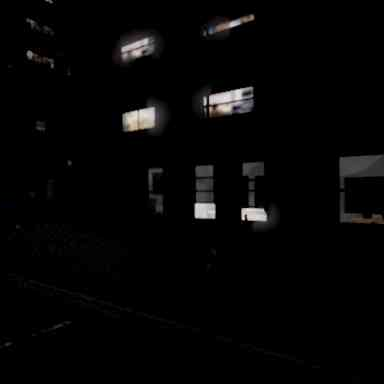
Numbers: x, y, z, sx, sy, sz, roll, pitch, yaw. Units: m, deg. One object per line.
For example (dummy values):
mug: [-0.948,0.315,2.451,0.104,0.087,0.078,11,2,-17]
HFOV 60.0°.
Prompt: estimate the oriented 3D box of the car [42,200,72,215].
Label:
car: [-11.877,1.369,31.103,1.802,1.307,4.206,0,0,35]

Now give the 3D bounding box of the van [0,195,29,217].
van: [-15.138,1.163,26.499,1.690,1.788,3.998,0,0,35]

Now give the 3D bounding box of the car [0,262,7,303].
car: [-5.342,1.528,6.559,4.313,1.339,1.947,0,0,36]
